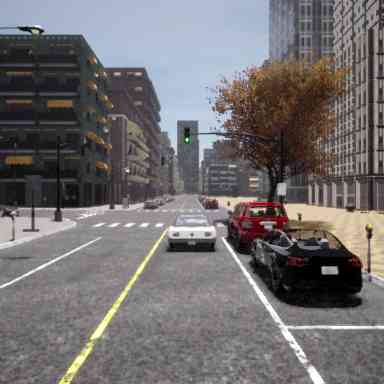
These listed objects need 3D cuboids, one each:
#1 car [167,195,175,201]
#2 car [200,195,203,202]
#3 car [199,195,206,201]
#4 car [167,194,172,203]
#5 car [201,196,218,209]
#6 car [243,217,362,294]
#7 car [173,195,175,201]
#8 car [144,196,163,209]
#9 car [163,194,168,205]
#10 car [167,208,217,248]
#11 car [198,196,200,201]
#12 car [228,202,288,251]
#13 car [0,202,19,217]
[{"bbox_3d":[-5.689,1.518,90.750,1.967,1.590,4.097,0,0,0],"label":"car"},{"bbox_3d":[2.691,1.555,57.724,1.752,1.417,4.829,0,0,0],"label":"car"},{"bbox_3d":[2.691,1.594,85.387,1.752,1.417,4.829,0,0,0],"label":"car"},{"bbox_3d":[-5.689,1.484,68.620,1.967,1.590,4.097,0,0,0],"label":"car"},{"bbox_3d":[2.692,1.562,46.488,1.887,1.381,4.507,0,0,0],"label":"car"},{"bbox_3d":[2.693,1.566,8.577,1.947,1.339,4.313,0,0,0],"label":"car"},{"bbox_3d":[-5.689,1.642,79.684,1.802,1.307,4.206,0,0,0],"label":"car"},{"bbox_3d":[-5.688,1.568,46.488,2.008,1.369,4.403,0,0,0],"label":"car"},{"bbox_3d":[-5.689,1.580,57.554,2.008,1.369,4.403,0,0,0],"label":"car"},{"bbox_3d":[0.000,1.618,14.680,1.895,1.301,4.718,0,0,0],"label":"car"},{"bbox_3d":[2.692,1.634,74.151,1.802,1.307,4.206,0,0,0],"label":"car"},{"bbox_3d":[2.693,1.316,14.100,2.192,1.841,5.009,0,0,0],"label":"car"},{"bbox_3d":[-16.425,1.344,27.083,4.403,1.369,2.008,1,-1,-1],"label":"car"}]
